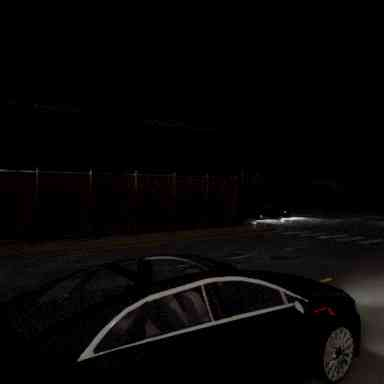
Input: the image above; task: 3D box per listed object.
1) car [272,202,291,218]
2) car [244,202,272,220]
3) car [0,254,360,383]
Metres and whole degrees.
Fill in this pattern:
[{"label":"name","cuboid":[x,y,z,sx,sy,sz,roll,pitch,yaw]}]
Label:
[{"label":"car","cuboid":[7.133,1.619,31.187,1.994,1.385,4.181,0,0,-35]},{"label":"car","cuboid":[4.122,1.602,29.382,2.033,1.411,5.357,0,0,-35]},{"label":"car","cuboid":[-0.010,1.492,3.745,4.902,1.511,2.128,0,0,-36]}]
